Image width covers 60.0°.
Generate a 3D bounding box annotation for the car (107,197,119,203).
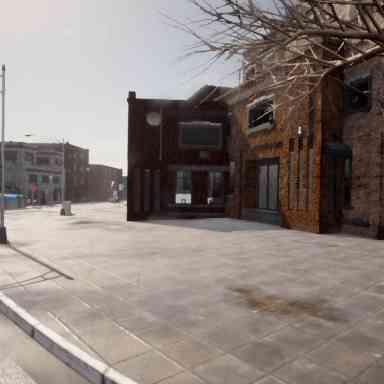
[{"bbox_3d":[-18.678,1.906,79.218,1.837,1.490,4.892,1,-1,2],"label":"car"}]
